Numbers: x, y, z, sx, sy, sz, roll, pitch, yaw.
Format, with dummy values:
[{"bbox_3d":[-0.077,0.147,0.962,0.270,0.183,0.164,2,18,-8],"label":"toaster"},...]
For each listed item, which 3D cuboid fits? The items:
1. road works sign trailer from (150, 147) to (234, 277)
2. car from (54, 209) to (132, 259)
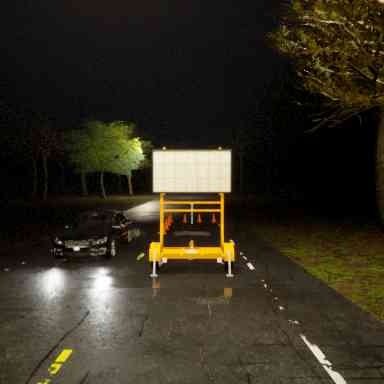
[{"bbox_3d":[0.000,0.433,10.157,2.380,3.560,2.880,0,0,0],"label":"road works sign trailer"},{"bbox_3d":[-3.500,1.458,12.504,1.837,1.490,4.892,0,0,0],"label":"car"}]
